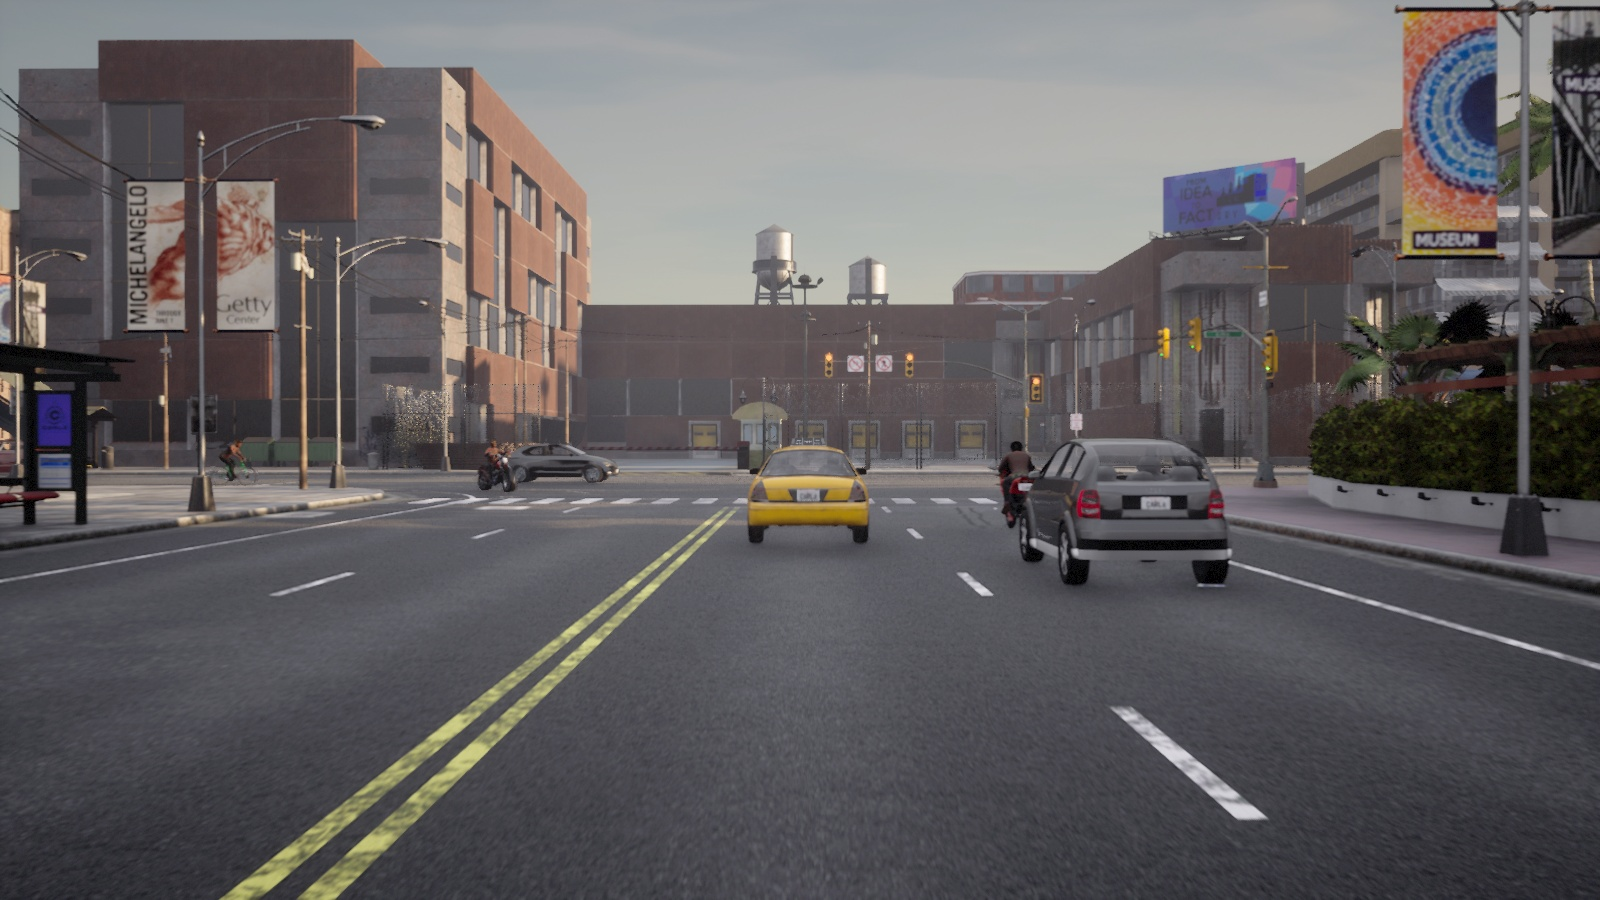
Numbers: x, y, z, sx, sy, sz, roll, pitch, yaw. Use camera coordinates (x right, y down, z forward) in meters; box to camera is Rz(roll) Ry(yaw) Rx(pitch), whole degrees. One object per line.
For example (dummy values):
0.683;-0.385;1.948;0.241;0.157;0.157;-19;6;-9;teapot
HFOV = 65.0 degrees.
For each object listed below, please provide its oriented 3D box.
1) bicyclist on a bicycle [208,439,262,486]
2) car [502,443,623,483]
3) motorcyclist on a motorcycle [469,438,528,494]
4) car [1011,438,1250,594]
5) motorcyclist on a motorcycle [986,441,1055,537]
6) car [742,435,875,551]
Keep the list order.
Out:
-19.720;0.436;43.852;1.656;1.620;0.582;0;1;4;bicyclist on a bicycle
-8.893;0.487;47.259;4.193;1.474;1.816;0;0;1;car
-9.263;0.472;38.511;0.766;1.649;2.350;-1;1;-39;motorcyclist on a motorcycle
3.593;0.645;14.337;1.789;1.549;3.705;0;0;1;car
3.634;0.614;20.886;0.797;1.523;2.044;0;0;0;motorcyclist on a motorcycle
0.127;0.574;19.765;1.801;1.575;5.366;0;0;0;car
